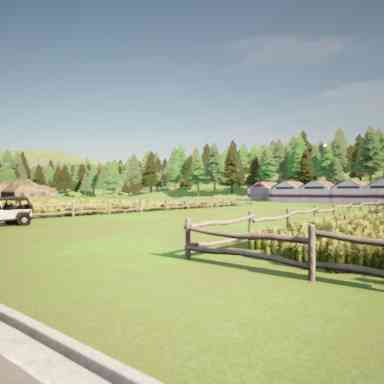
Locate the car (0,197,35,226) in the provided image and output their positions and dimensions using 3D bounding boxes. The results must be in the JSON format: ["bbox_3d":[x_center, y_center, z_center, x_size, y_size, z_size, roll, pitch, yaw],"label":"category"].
[{"bbox_3d":[-11.857,1.250,20.643,1.905,1.878,3.866,0,0,39],"label":"car"}]
